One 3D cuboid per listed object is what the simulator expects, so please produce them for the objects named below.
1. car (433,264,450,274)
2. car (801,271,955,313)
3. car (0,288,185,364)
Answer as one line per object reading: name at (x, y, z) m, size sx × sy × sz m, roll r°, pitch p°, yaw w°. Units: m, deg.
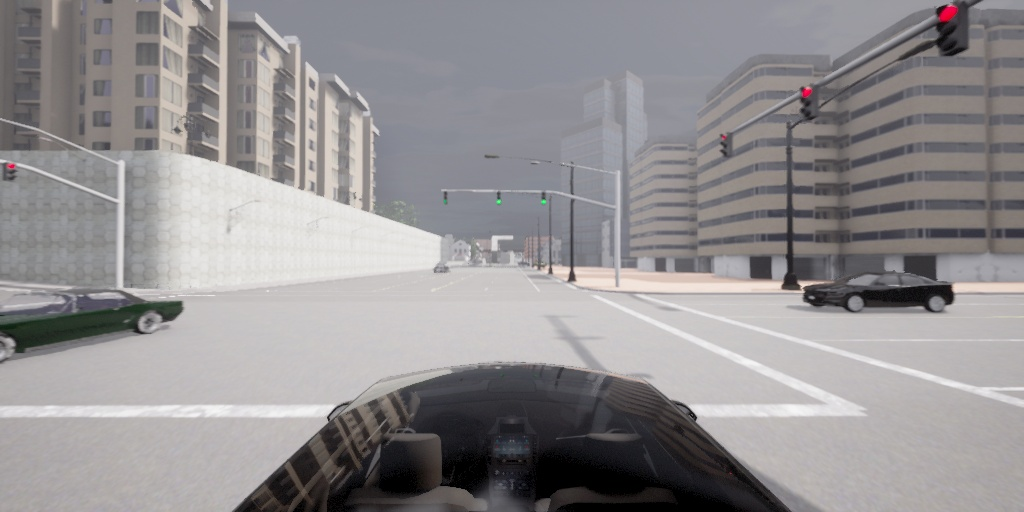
car at (-10.489, 1.906, 53.481) m, size 2.128 × 1.511 × 4.902 m, roll 0°, pitch 0°, yaw 0°
car at (14.479, 1.376, 14.362) m, size 5.008 × 1.535 × 1.882 m, roll 0°, pitch -1°, yaw 0°
car at (-10.464, 1.451, 8.154) m, size 1.895 × 1.301 × 4.718 m, roll 0°, pitch 0°, yaw 0°
